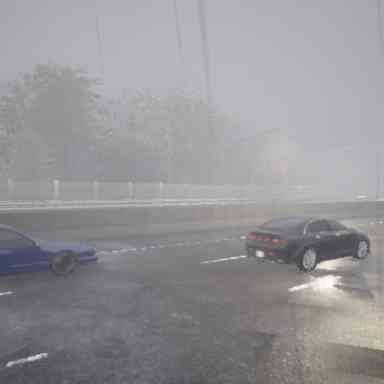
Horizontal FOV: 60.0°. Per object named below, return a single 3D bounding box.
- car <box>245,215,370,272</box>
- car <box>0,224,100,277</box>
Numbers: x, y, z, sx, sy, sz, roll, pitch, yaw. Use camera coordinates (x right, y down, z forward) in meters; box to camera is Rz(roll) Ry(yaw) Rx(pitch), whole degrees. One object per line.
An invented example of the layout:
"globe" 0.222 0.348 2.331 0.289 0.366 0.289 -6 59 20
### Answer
"car" 3.898 1.507 10.823 4.892 1.490 1.837 0 0 -35
"car" -5.255 1.548 8.597 5.357 1.411 2.033 0 0 -35
